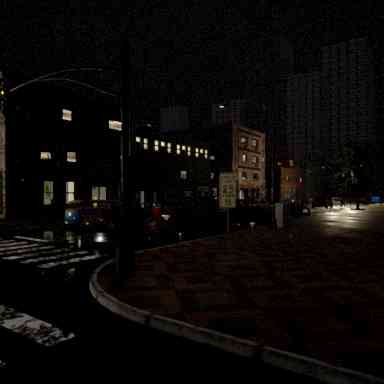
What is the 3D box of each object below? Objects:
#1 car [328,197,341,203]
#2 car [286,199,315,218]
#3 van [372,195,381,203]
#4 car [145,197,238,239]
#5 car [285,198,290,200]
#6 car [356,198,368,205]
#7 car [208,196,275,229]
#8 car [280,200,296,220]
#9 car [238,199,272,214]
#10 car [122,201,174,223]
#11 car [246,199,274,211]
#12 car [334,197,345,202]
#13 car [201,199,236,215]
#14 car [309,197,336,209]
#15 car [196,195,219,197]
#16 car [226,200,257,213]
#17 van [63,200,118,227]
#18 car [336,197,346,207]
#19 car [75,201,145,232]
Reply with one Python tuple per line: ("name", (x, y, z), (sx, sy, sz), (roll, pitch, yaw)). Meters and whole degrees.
("car", (34.816, 1.915, 81.219), (2.008, 1.369, 4.403), (-1, -1, 35))
("car", (9.742, 1.657, 31.292), (1.947, 1.339, 4.313), (-1, -1, 35))
("van", (44.848, 1.694, 80.891), (1.690, 1.788, 3.998), (-1, -1, 35))
("car", (0.166, 1.350, 17.767), (2.192, 1.841, 5.009), (-1, -1, 35))
("car", (15.567, 1.742, 54.027), (1.752, 1.417, 4.829), (-1, -1, 35))
("car", (32.083, 1.801, 62.853), (2.008, 1.369, 4.403), (-1, -1, 35))
("car", (3.357, 1.368, 22.276), (2.192, 1.841, 5.009), (-1, -1, 35))
("car", (6.550, 1.616, 26.783), (1.887, 1.381, 4.507), (-1, -1, 35))
("car", (7.181, 1.609, 37.673), (1.882, 1.535, 5.008), (0, 0, 36))
("car", (-3.484, 1.531, 27.114), (1.967, 1.590, 4.097), (-1, -1, 35))
("car", (9.283, 1.723, 45.149), (2.008, 1.369, 4.403), (-1, -1, 35))
("car", (38.007, 1.936, 85.728), (1.887, 1.381, 4.507), (-1, -1, 35))
("car", (2.900, 1.570, 36.133), (1.967, 1.590, 4.097), (-1, -1, 35))
("car", (19.505, 1.537, 49.560), (2.097, 1.767, 4.553), (0, 0, 35))
("car", (1.142, 1.316, 29.161), (2.150, 2.045, 5.566), (0, 0, 35))
("car", (6.091, 1.701, 40.640), (2.008, 1.369, 4.403), (-1, -1, 35))
("van", (-6.675, 1.414, 22.607), (1.690, 1.788, 3.998), (-1, 0, 35))
("car", (25.373, 1.829, 57.851), (1.895, 1.301, 4.718), (0, 0, 36))
("car", (-4.558, 1.539, 21.112), (1.882, 1.535, 5.008), (0, 0, 35))
